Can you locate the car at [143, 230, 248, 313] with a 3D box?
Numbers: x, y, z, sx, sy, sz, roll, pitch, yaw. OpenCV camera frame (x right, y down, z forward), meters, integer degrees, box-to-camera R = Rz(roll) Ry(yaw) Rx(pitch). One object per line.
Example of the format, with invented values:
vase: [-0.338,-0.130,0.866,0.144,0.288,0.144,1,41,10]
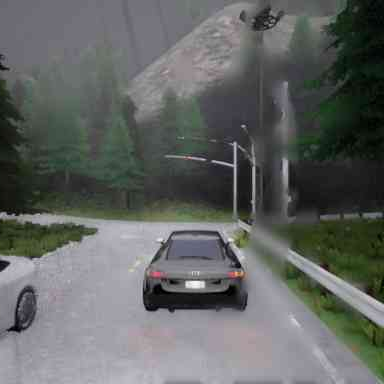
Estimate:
car: [0.077,1.573,7.759,1.994,1.385,4.181,0,0,1]

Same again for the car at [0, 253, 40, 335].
car: [-3.589,1.531,4.138,1.812,1.442,4.674,0,0,0]
